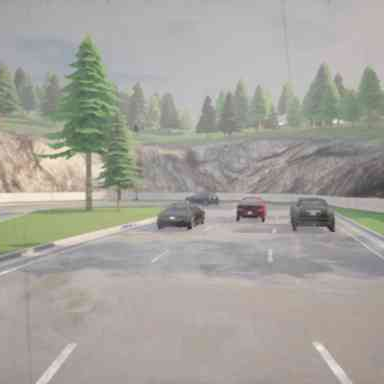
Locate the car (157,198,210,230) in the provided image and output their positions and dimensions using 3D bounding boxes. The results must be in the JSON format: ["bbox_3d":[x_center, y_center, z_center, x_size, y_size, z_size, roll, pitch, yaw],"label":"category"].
[{"bbox_3d":[-0.507,1.289,19.041,1.994,1.385,4.181,0,1,14],"label":"car"}]

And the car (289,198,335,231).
[{"bbox_3d":[6.630,1.084,18.715,2.097,1.767,4.553,0,1,15],"label":"car"}]

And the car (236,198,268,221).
[{"bbox_3d":[4.312,1.139,23.627,1.882,1.535,5.008,0,1,15],"label":"car"}]

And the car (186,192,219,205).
[{"bbox_3d":[1.145,0.758,41.662,4.553,1.767,2.097,1,2,43],"label":"car"}]
